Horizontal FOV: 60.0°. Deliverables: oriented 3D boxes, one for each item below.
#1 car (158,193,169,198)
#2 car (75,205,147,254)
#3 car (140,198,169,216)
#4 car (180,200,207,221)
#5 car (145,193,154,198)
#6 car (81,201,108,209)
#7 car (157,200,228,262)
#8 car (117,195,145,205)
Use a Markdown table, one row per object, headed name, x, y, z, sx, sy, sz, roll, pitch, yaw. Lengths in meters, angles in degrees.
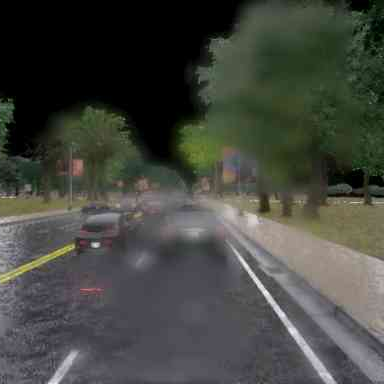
| name | x | y | z | sx | sy | sz | roll | pitch | yaw |
| --- | --- | --- | --- | --- | --- | --- | --- | --- | --- |
| car | -6.503 | 1.312 | 76.126 | 2.150 | 2.045 | 5.566 | 0 | 0 | 0 |
| car | -3.158 | 1.484 | 13.351 | 1.837 | 1.490 | 4.892 | 0 | 0 | 0 |
| car | -3.156 | 1.526 | 29.536 | 1.812 | 1.442 | 4.674 | 0 | 0 | 0 |
| car | 0.092 | 1.489 | 28.551 | 2.128 | 1.511 | 4.902 | 0 | 0 | 0 |
| car | -9.755 | 1.315 | 74.739 | 2.150 | 2.045 | 5.566 | 0 | 0 | 0 |
| car | -9.848 | 1.614 | 34.295 | 1.895 | 1.301 | 4.718 | 0 | 0 | 0 |
| car | 0.091 | 1.332 | 12.175 | 2.097 | 1.767 | 4.553 | 0 | 0 | 0 |
| car | -6.596 | 1.368 | 35.276 | 2.097 | 1.767 | 4.553 | 0 | 0 | 0 |
